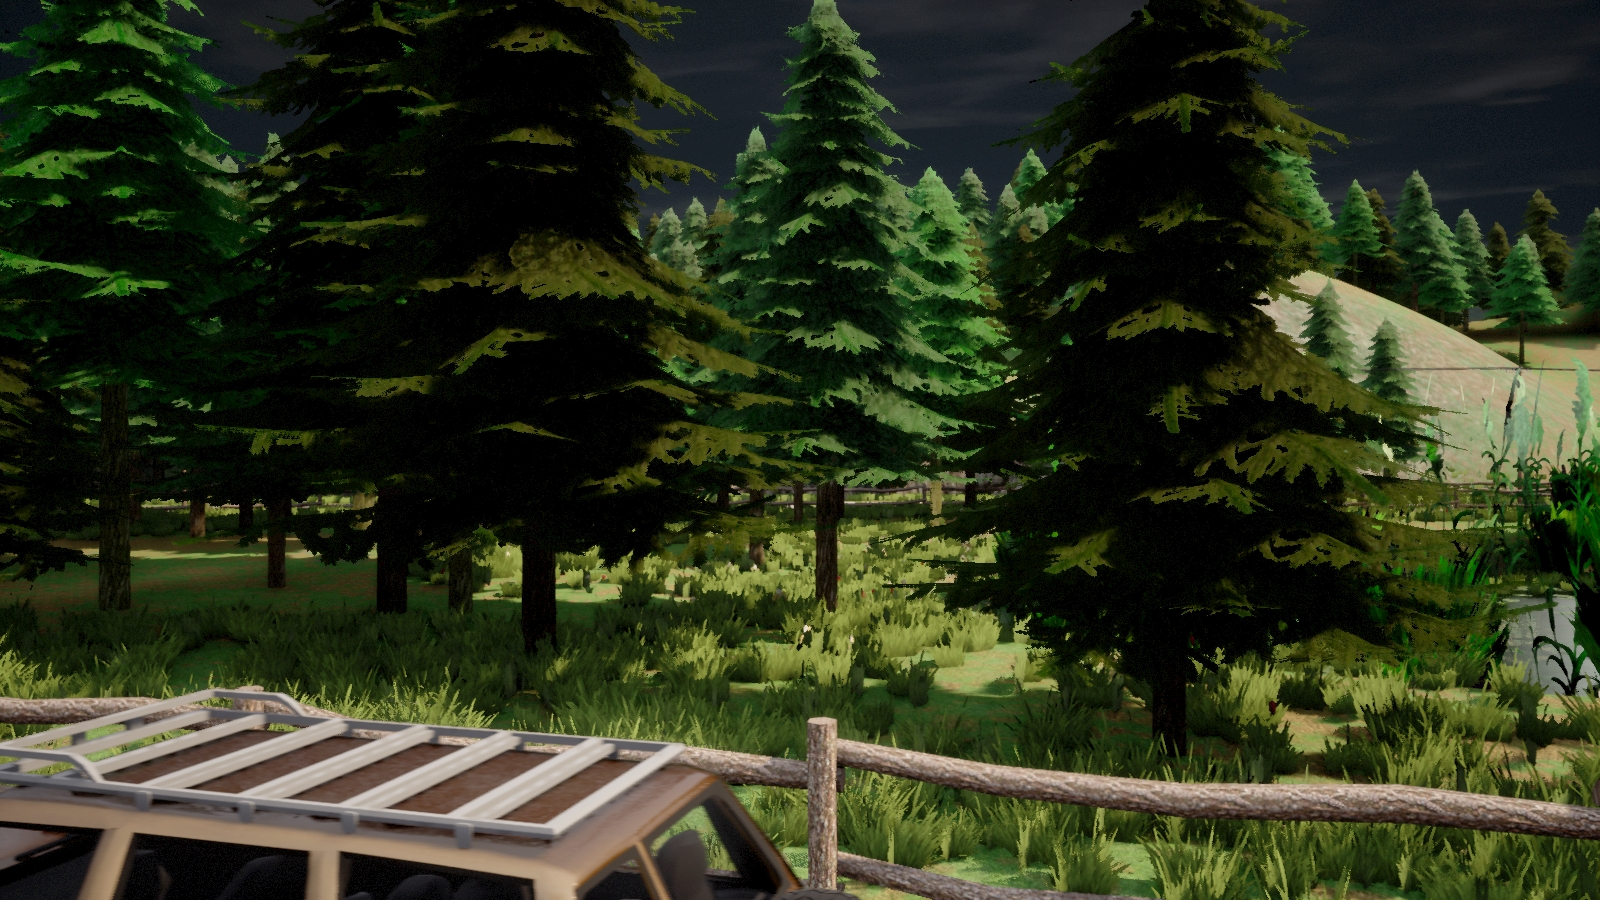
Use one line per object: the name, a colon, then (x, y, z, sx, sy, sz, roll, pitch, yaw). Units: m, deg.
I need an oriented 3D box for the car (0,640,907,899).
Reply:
car: (-2.086, 1.828, 3.946, 4.605, 1.855, 1.932, 0, 0, 16)
